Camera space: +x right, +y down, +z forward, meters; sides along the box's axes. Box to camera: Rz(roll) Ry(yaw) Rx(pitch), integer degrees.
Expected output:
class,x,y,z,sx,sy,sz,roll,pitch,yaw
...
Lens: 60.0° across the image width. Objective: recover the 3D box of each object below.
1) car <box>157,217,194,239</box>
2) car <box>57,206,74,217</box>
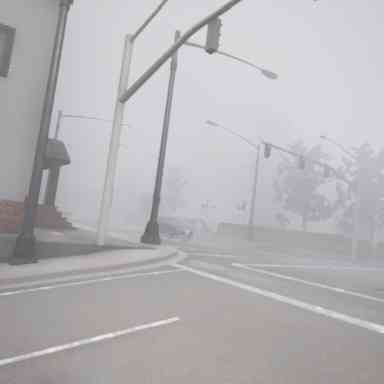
class,x,y,z,sx,sy,sz,roll,pitch,yaw
car,-1.758,2.861,27.157,2.128,1.511,4.902,11,-6,-35
car,-19.993,2.967,52.280,1.812,1.442,4.674,11,-6,-35
